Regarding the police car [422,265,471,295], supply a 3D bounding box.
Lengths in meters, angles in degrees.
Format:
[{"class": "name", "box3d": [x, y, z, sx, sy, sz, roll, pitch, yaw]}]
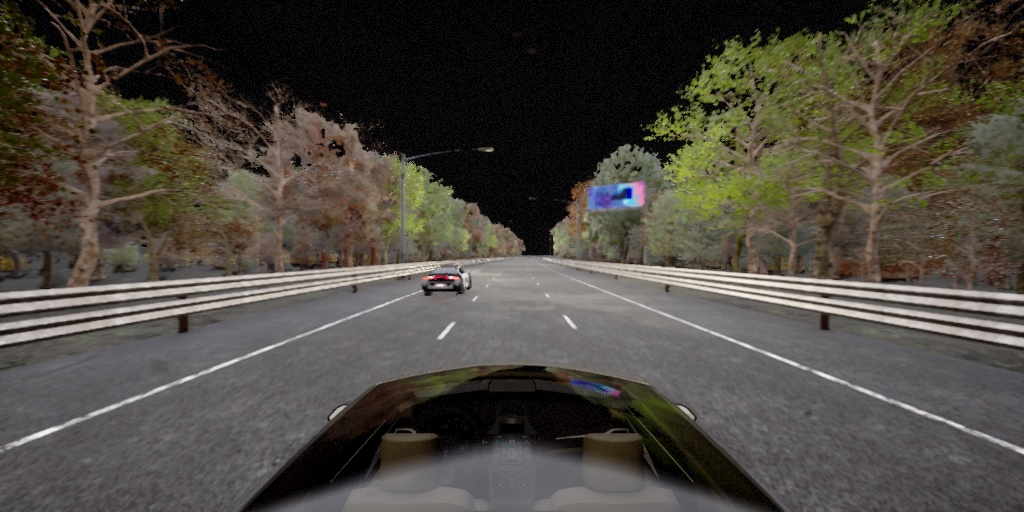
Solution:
[{"class": "police car", "box3d": [-3.440, 1.260, 19.790, 2.038, 1.542, 4.974, 0, 0, 0]}]
